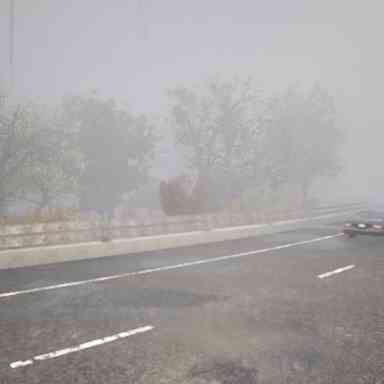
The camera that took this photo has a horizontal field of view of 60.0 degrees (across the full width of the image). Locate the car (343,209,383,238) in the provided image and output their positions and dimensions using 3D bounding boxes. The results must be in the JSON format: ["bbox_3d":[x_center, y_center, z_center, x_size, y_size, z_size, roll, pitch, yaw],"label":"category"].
[{"bbox_3d":[9.416,1.565,16.812,2.033,1.411,5.357,0,0,44],"label":"car"}]
